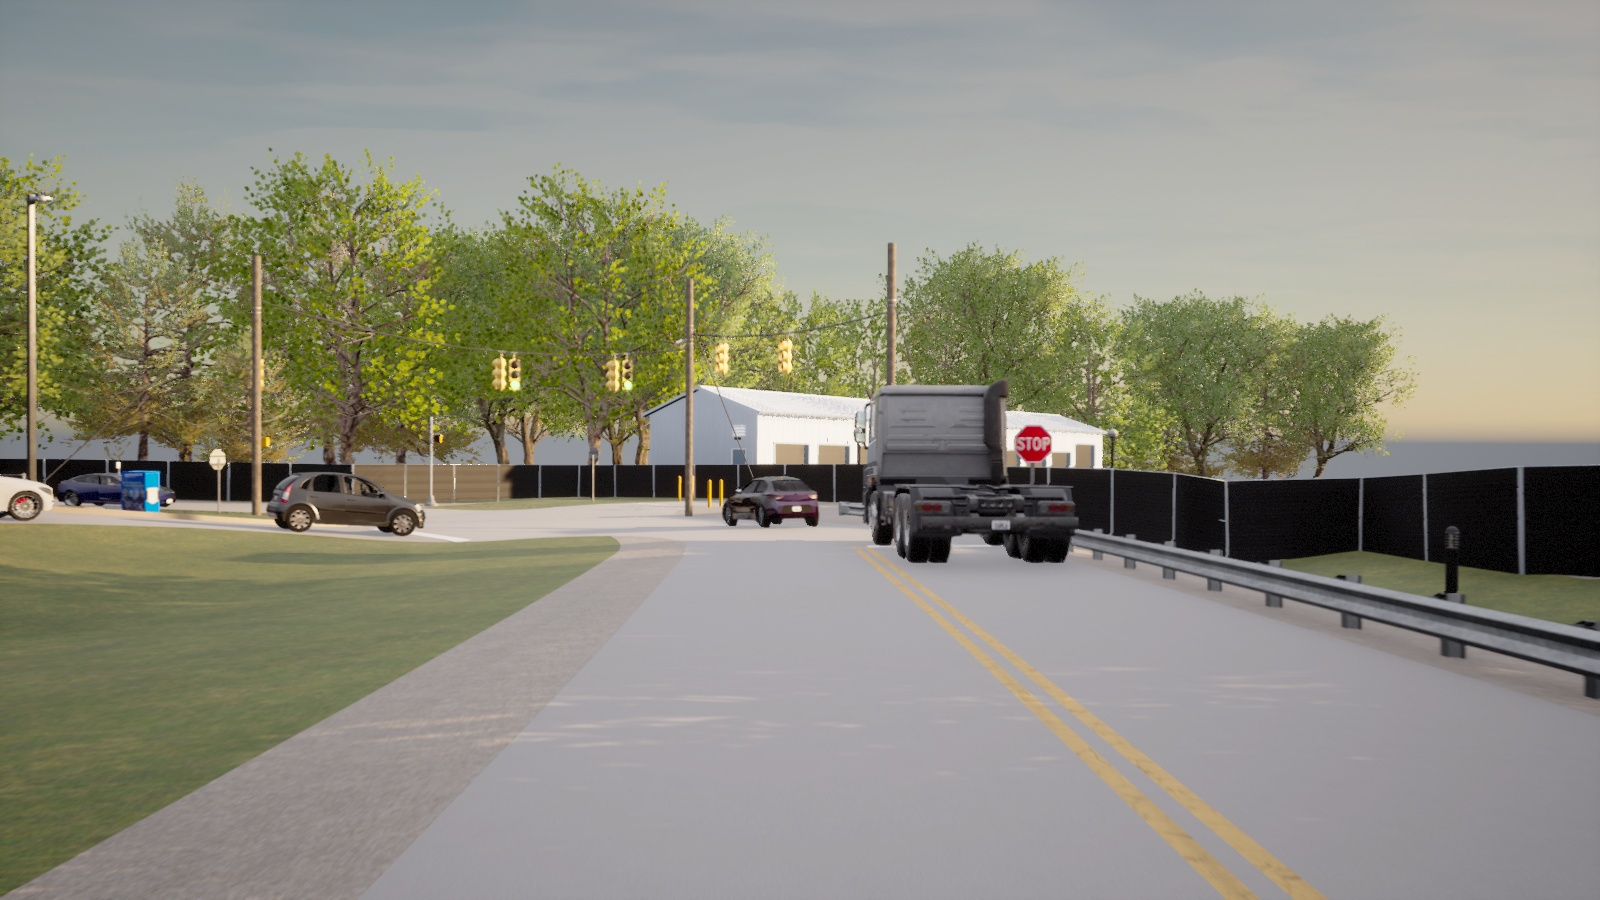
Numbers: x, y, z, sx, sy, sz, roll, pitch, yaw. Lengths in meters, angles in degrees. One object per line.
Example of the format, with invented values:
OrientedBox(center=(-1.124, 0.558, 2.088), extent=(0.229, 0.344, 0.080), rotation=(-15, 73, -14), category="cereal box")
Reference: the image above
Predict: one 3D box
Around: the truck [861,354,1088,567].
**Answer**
OrientedBox(center=(3.047, 0.224, 24.424), extent=(2.891, 3.462, 7.936), rotation=(0, -1, -3), category="truck")

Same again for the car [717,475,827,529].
OrientedBox(center=(-0.911, 1.557, 37.660), extent=(1.816, 1.474, 4.193), rotation=(-1, -2, -23), category="car")

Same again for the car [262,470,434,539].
OrientedBox(center=(-12.298, 1.492, 34.197), extent=(3.988, 1.617, 1.851), rotation=(5, -2, -33), category="car")

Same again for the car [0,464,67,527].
OrientedBox(center=(-19.424, 0.994, 28.251), extent=(1.812, 1.442, 4.674), rotation=(0, -2, 39), category="car")

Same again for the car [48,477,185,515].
OrientedBox(center=(-29.407, 1.968, 54.129), extent=(4.792, 1.488, 2.163), rotation=(1, 1, 6), category="car")
